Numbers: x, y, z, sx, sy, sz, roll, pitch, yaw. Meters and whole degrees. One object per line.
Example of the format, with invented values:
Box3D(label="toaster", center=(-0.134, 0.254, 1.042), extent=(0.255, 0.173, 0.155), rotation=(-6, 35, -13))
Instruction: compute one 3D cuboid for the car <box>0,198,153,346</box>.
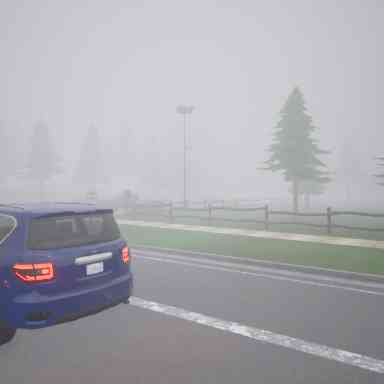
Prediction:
Box3D(label="car", center=(-3.598, 1.221, 6.501), extent=(5.566, 2.045, 2.150), rotation=(0, 0, 36))

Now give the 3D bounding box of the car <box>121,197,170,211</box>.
Box3D(label="car", center=(-5.404, 1.547, 38.869), extent=(2.033, 1.411, 5.357), rotation=(0, 0, 35))

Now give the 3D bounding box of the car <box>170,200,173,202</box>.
Box3D(label="car", center=(-5.430, 1.601, 57.137), extent=(1.895, 1.301, 4.718), rotation=(0, 0, 35))

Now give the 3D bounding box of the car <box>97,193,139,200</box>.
Box3D(label="car", center=(-8.646, 1.217, 40.342), extent=(2.150, 2.045, 5.566), rotation=(0, 1, 35))

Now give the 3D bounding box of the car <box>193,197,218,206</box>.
Box3D(label="car", center=(2.731, 1.526, 56.565), extent=(1.812, 1.442, 4.674), rotation=(0, 0, 35))

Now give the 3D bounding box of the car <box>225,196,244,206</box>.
Box3D(label="car", center=(7.117, 1.477, 56.715), extent=(1.882, 1.535, 5.008), rotation=(0, 0, 35))

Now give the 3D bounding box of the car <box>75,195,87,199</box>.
Box3D(label="car", center=(-11.740, 1.478, 42.023), extent=(1.882, 1.535, 5.008), rotation=(0, 0, 35))

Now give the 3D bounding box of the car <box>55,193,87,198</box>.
Box3D(label="car", center=(-14.944, 1.352, 43.548), extent=(2.097, 1.767, 4.553), rotation=(0, 0, 35))
